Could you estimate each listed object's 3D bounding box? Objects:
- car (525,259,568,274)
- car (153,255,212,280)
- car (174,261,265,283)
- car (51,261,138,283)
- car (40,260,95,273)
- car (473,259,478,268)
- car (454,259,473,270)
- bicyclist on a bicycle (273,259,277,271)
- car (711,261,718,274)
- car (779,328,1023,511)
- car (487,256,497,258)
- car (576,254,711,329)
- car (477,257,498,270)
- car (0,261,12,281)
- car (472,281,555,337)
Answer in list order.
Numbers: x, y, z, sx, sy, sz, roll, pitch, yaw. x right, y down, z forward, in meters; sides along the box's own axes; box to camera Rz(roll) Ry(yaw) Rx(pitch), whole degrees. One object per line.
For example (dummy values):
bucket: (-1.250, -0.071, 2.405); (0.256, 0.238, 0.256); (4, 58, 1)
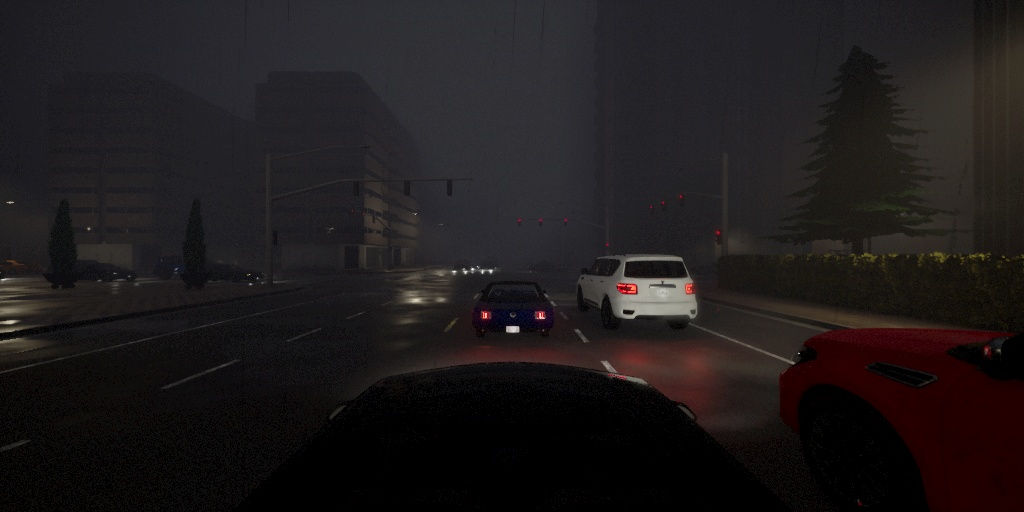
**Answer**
car: (4.210, 1.297, 42.343); (2.033, 1.411, 5.357); (0, 0, -35)
car: (-27.505, 0.972, 30.902); (5.566, 2.045, 2.150); (0, 0, 0)
car: (-22.008, 1.297, 27.331); (5.357, 1.411, 2.033); (0, 0, 1)
car: (-31.592, 1.276, 27.438); (4.674, 1.442, 1.812); (0, 0, 1)
car: (-36.974, 1.102, 30.985); (4.553, 1.767, 2.097); (0, 0, 1)
car: (-7.170, 1.351, 61.070); (1.895, 1.301, 4.718); (0, 0, 0)
car: (-7.163, 1.228, 51.739); (1.882, 1.535, 5.008); (0, 0, 0)
bicyclist on a bicycle: (-28.701, 1.051, 42.895); (0.582, 1.620, 1.656); (0, 0, 0)
car: (21.399, 1.228, 37.689); (5.008, 1.535, 1.882); (0, 0, 1)
car: (3.600, 0.971, 1.000); (2.150, 2.045, 5.566); (0, 0, 0)
car: (-3.655, 0.971, 64.703); (2.150, 2.045, 5.566); (0, 0, 0)
car: (3.573, 0.971, 11.362); (2.150, 2.045, 5.566); (0, 0, -2)
car: (-3.659, 1.314, 53.982); (1.994, 1.385, 4.181); (0, 0, 0)
car: (-42.158, 1.276, 27.527); (4.674, 1.442, 1.812); (0, 0, 1)
car: (0.043, 1.351, 10.233); (1.895, 1.301, 4.718); (0, 0, 0)
